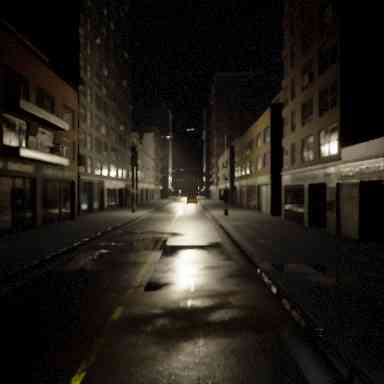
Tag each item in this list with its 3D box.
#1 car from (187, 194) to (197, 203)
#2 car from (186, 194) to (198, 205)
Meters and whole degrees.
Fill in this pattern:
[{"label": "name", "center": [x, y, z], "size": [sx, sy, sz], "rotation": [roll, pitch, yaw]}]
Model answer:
[{"label": "car", "center": [-0.009, 1.256, 67.848], "size": [2.097, 1.767, 4.553], "rotation": [0, 0, 0]}, {"label": "car", "center": [-0.008, 1.441, 57.458], "size": [1.882, 1.535, 5.008], "rotation": [0, 0, 0]}]
